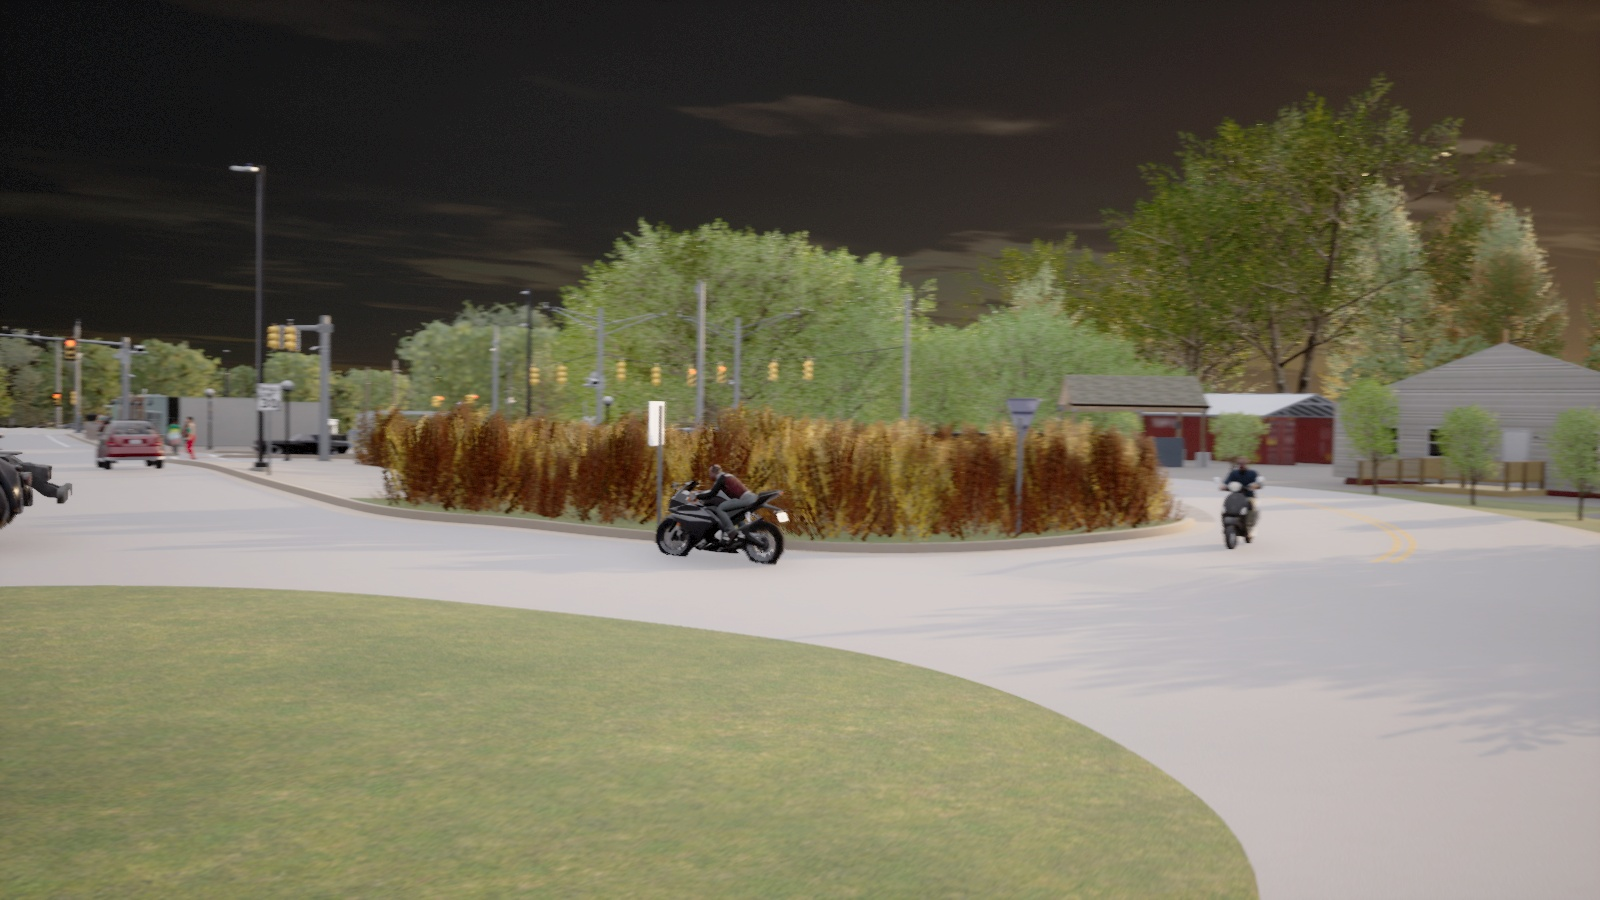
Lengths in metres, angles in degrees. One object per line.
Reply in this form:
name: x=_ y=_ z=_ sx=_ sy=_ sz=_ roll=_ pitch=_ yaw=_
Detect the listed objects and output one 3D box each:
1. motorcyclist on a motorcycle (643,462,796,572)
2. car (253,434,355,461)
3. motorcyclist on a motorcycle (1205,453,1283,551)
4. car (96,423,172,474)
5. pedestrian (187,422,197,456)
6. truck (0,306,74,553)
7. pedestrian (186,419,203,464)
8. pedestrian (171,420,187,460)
motorcyclist on a motorcycle: x=-1.262 y=1.013 z=19.583 sx=2.191 sy=1.530 sz=0.866 roll=2 pitch=2 yaw=24
car: x=-26.563 y=-0.130 z=67.330 sx=4.718 sy=1.301 sz=1.895 roll=2 pitch=1 yaw=-38
motorcyclist on a motorcycle: x=7.771 y=0.873 z=21.934 sx=0.866 sy=1.590 sz=1.817 roll=1 pitch=2 yaw=32
car: x=-21.446 y=-0.084 z=40.371 sx=1.789 sy=1.549 sz=3.705 roll=-1 pitch=1 yaw=-33
pedestrian: x=-33.410 y=-0.604 z=69.055 sx=0.331 sy=1.846 sz=0.636 roll=0 pitch=2 yaw=-11
truck: x=-14.726 y=-0.339 z=17.403 sx=7.936 sy=3.462 sz=2.891 roll=1 pitch=1 yaw=-28
pedestrian: x=-24.679 y=-0.359 z=51.193 sx=0.594 sy=1.836 sz=0.345 roll=0 pitch=2 yaw=-23
pedestrian: x=-30.718 y=-0.514 z=62.134 sx=0.659 sy=1.952 sz=0.873 roll=0 pitch=2 yaw=-31
